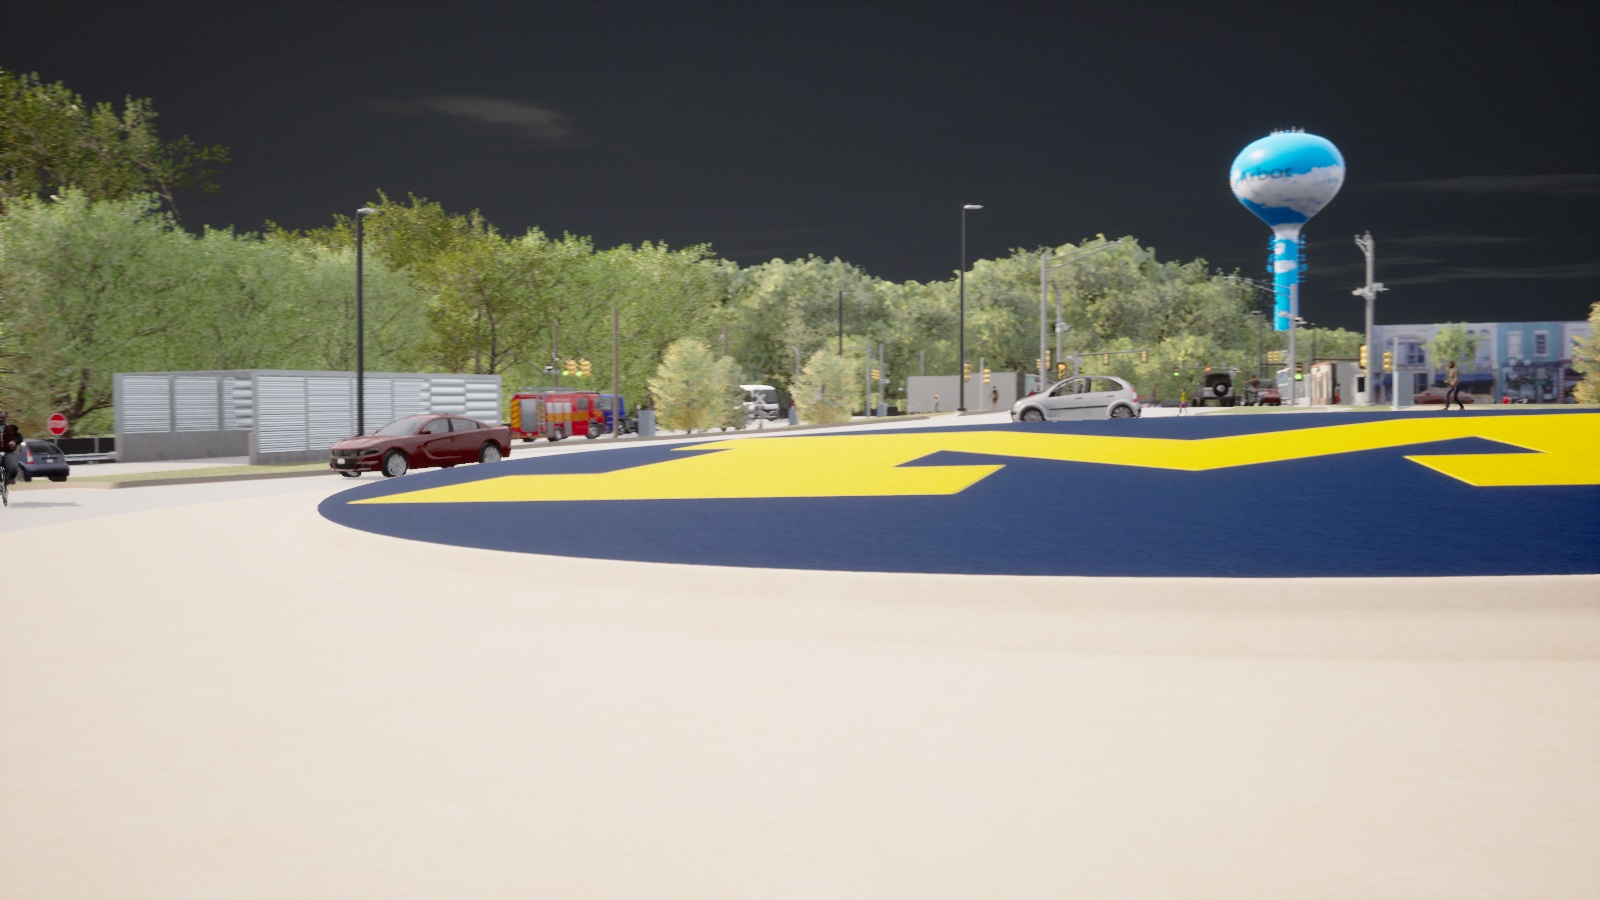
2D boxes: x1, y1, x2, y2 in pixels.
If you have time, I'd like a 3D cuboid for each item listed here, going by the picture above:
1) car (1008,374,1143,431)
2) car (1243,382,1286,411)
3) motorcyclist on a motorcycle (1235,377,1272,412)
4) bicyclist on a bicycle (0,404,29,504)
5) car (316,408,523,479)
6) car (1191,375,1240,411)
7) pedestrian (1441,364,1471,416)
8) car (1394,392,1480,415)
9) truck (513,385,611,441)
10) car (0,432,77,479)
[{"bbox_3d":[8.569,-1.447,39.027,3.988,1.617,1.851,-1,1,15],"label":"car"},{"bbox_3d":[26.865,-3.079,72.766,1.851,1.617,3.988,1,1,13],"label":"car"},{"bbox_3d":[21.416,-2.619,59.295,0.766,1.649,2.350,0,2,-3],"label":"motorcyclist on a motorcycle"},{"bbox_3d":[-14.596,0.039,23.099,0.659,1.776,1.843,-2,3,-31],"label":"bicyclist on a bicycle"},{"bbox_3d":[-9.706,-0.232,32.446,1.882,1.535,5.008,0,4,34],"label":"car"},{"bbox_3d":[22.550,-3.093,68.255,1.905,1.878,3.866,0,2,9],"label":"car"},{"bbox_3d":[22.938,-2.094,43.915,0.869,1.805,0.328,0,1,-1],"label":"pedestrian"},{"bbox_3d":[41.049,-2.988,81.013,4.674,1.442,1.812,1,1,16],"label":"car"},{"bbox_3d":[-16.954,-2.687,90.152,2.891,3.827,8.468,0,2,20],"label":"truck"},{"bbox_3d":[-28.050,0.187,44.584,3.988,1.617,1.851,0,1,17],"label":"car"}]
